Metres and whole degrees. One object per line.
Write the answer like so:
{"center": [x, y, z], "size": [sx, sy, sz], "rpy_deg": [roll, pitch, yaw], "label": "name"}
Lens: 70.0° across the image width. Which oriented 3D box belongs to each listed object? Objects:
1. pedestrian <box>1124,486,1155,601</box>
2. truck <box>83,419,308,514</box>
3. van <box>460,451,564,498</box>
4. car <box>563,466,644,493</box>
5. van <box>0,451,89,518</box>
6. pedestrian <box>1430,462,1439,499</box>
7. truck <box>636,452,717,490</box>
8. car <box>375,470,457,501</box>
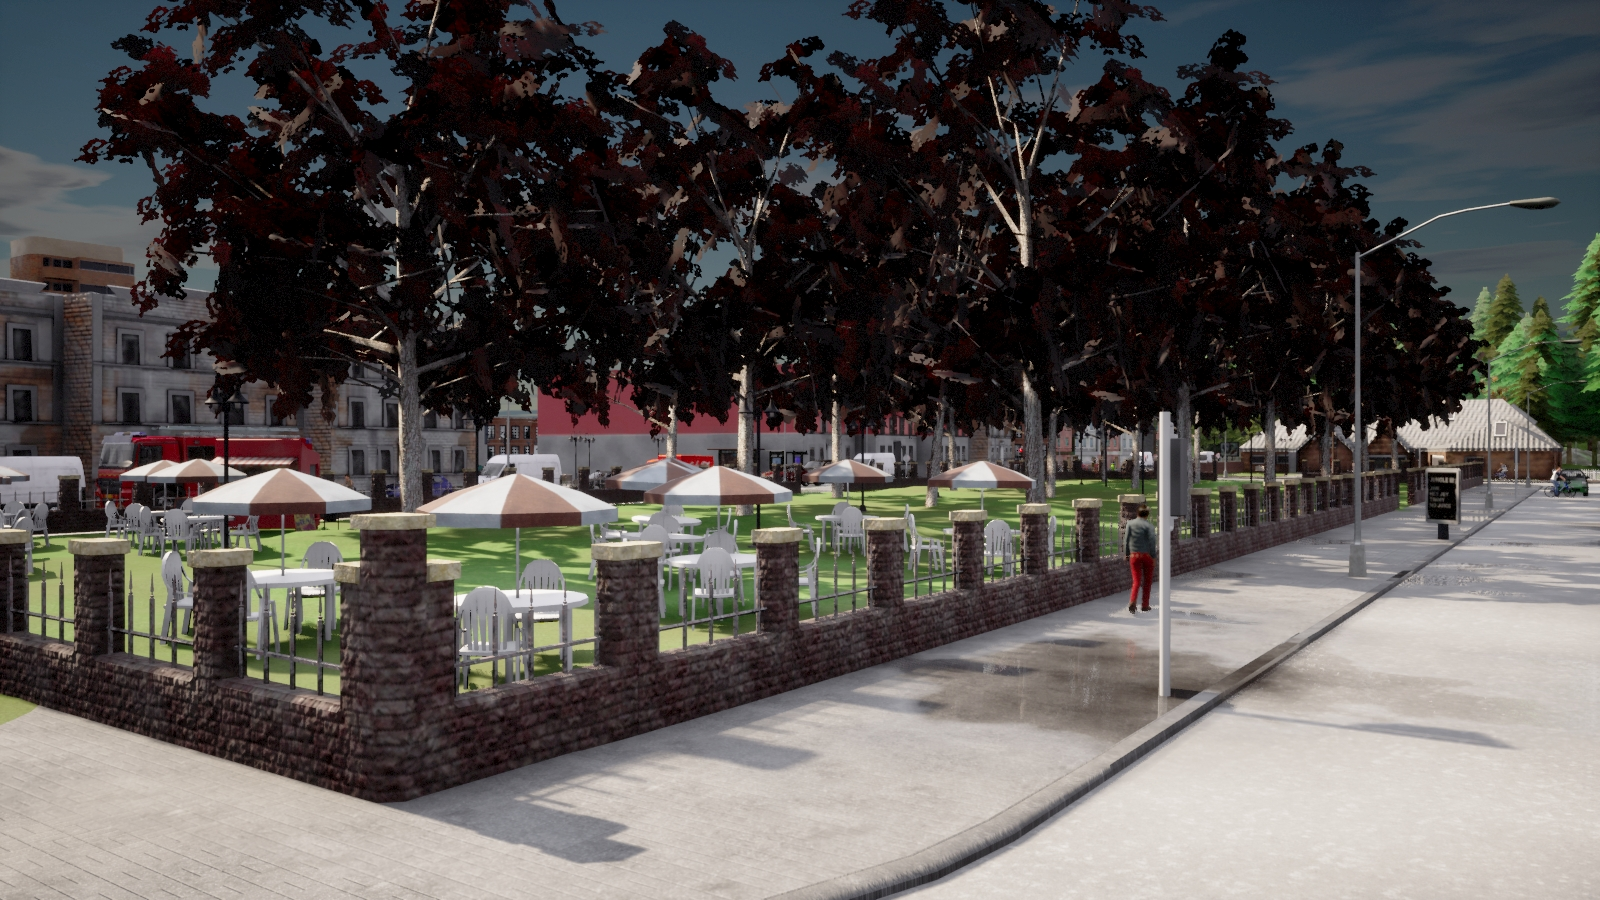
{"center": [5.583, 1.525, 18.787], "size": [0.375, 1.860, 0.375], "rpy_deg": [0, 0, 37], "label": "pedestrian"}
{"center": [-26.598, 0.670, 50.778], "size": [2.891, 3.827, 8.468], "rpy_deg": [0, 0, 35], "label": "truck"}
{"center": [-16.329, 1.314, 65.083], "size": [1.988, 2.561, 5.915], "rpy_deg": [0, 0, 35], "label": "van"}
{"center": [-12.166, 1.814, 71.050], "size": [2.097, 1.535, 5.006], "rpy_deg": [0, 0, 35], "label": "car"}
{"center": [-31.031, 1.314, 43.992], "size": [1.988, 2.561, 5.915], "rpy_deg": [0, 0, 35], "label": "van"}
{"center": [31.822, 1.525, 57.296], "size": [0.375, 1.860, 0.375], "rpy_deg": [0, 0, 35], "label": "pedestrian"}
{"center": [-8.233, 1.348, 76.671], "size": [2.627, 2.467, 5.204], "rpy_deg": [0, 0, 35], "label": "truck"}
{"center": [-20.045, 1.818, 59.739], "size": [1.845, 1.501, 3.633], "rpy_deg": [0, 0, 35], "label": "car"}
